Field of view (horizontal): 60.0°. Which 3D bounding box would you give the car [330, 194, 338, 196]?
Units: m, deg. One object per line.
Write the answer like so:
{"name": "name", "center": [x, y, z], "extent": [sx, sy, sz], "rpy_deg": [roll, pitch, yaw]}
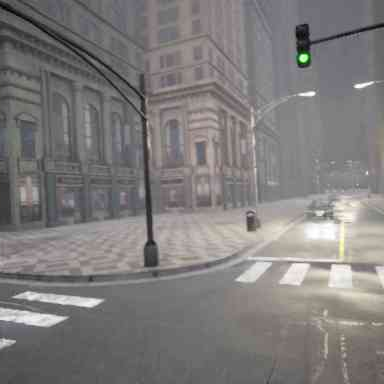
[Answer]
{"name": "car", "center": [24.911, 1.137, 58.458], "extent": [2.033, 1.411, 5.357], "rpy_deg": [-3, -1, 25]}

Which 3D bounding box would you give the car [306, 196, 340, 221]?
{"name": "car", "center": [10.159, 1.357, 26.151], "extent": [2.128, 1.511, 4.902], "rpy_deg": [-3, -1, 25]}
